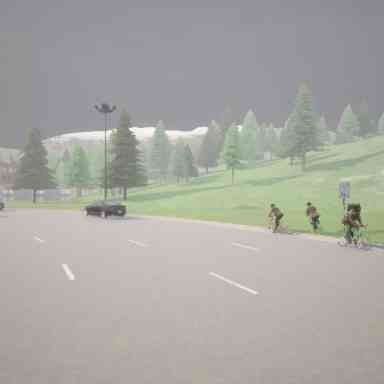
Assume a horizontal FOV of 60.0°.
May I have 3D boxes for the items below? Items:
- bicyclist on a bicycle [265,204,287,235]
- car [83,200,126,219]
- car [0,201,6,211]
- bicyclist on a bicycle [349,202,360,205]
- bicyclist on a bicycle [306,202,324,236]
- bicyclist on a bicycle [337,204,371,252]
[{"bbox_3d":[4.402,1.446,17.587,0.582,1.620,1.656,0,-2,-29],"label":"bicyclist on a bicycle"},{"bbox_3d":[-7.805,1.477,29.478,5.008,1.535,1.882,0,-1,45],"label":"car"},{"bbox_3d":[-24.336,1.525,39.652,4.674,1.442,1.812,0,0,23],"label":"car"},{"bbox_3d":[8.429,1.117,17.465,0.582,1.620,1.656,8,-33,50],"label":"bicyclist on a bicycle"},{"bbox_3d":[5.948,1.283,16.200,0.582,1.620,1.656,-18,12,2],"label":"bicyclist on a bicycle"},{"bbox_3d":[6.266,1.436,12.931,0.582,1.620,1.656,0,2,-20],"label":"bicyclist on a bicycle"}]
